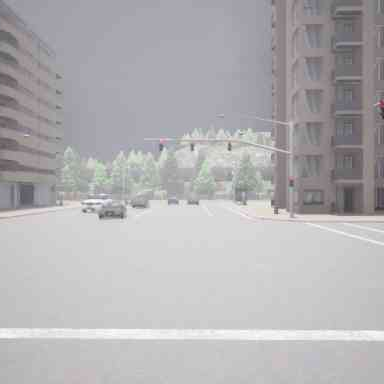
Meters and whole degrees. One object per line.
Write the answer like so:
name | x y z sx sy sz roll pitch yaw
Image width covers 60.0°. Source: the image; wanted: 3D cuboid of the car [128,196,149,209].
car | -6.998 1.547 45.779 2.033 1.411 5.357 0 0 0

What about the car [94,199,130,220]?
car | -6.703 1.564 28.258 1.994 1.385 4.181 0 0 -6

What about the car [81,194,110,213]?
car | -10.529 1.222 37.037 2.150 2.045 5.566 0 0 0

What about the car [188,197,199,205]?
car | 0.223 1.564 58.373 1.994 1.385 4.181 0 0 0

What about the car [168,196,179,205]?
car | -3.374 1.526 60.030 1.812 1.442 4.674 0 0 0
